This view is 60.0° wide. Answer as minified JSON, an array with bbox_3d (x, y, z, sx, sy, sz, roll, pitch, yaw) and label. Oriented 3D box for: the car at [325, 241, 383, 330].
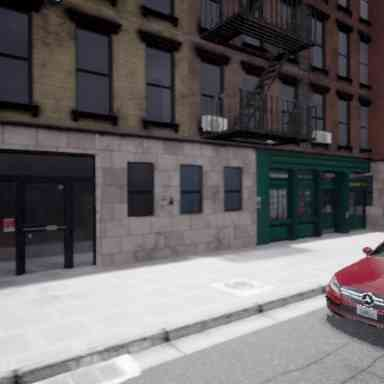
[{"bbox_3d":[4.472,1.502,6.259,4.674,1.442,1.812,0,0,-35],"label":"car"}]
